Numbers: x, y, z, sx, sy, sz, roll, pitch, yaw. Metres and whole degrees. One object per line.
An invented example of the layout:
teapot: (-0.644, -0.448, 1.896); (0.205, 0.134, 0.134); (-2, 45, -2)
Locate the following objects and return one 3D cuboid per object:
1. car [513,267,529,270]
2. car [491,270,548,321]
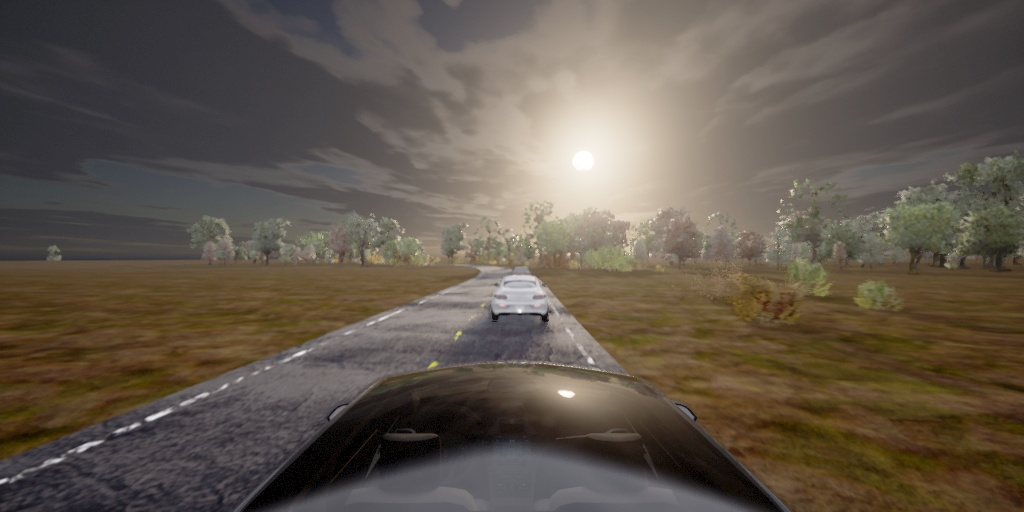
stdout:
car: (0.766, 1.640, 31.668); (2.033, 1.411, 5.357); (0, -1, 1)
car: (0.286, 1.404, 12.931); (1.812, 1.442, 4.674); (0, -1, 1)
